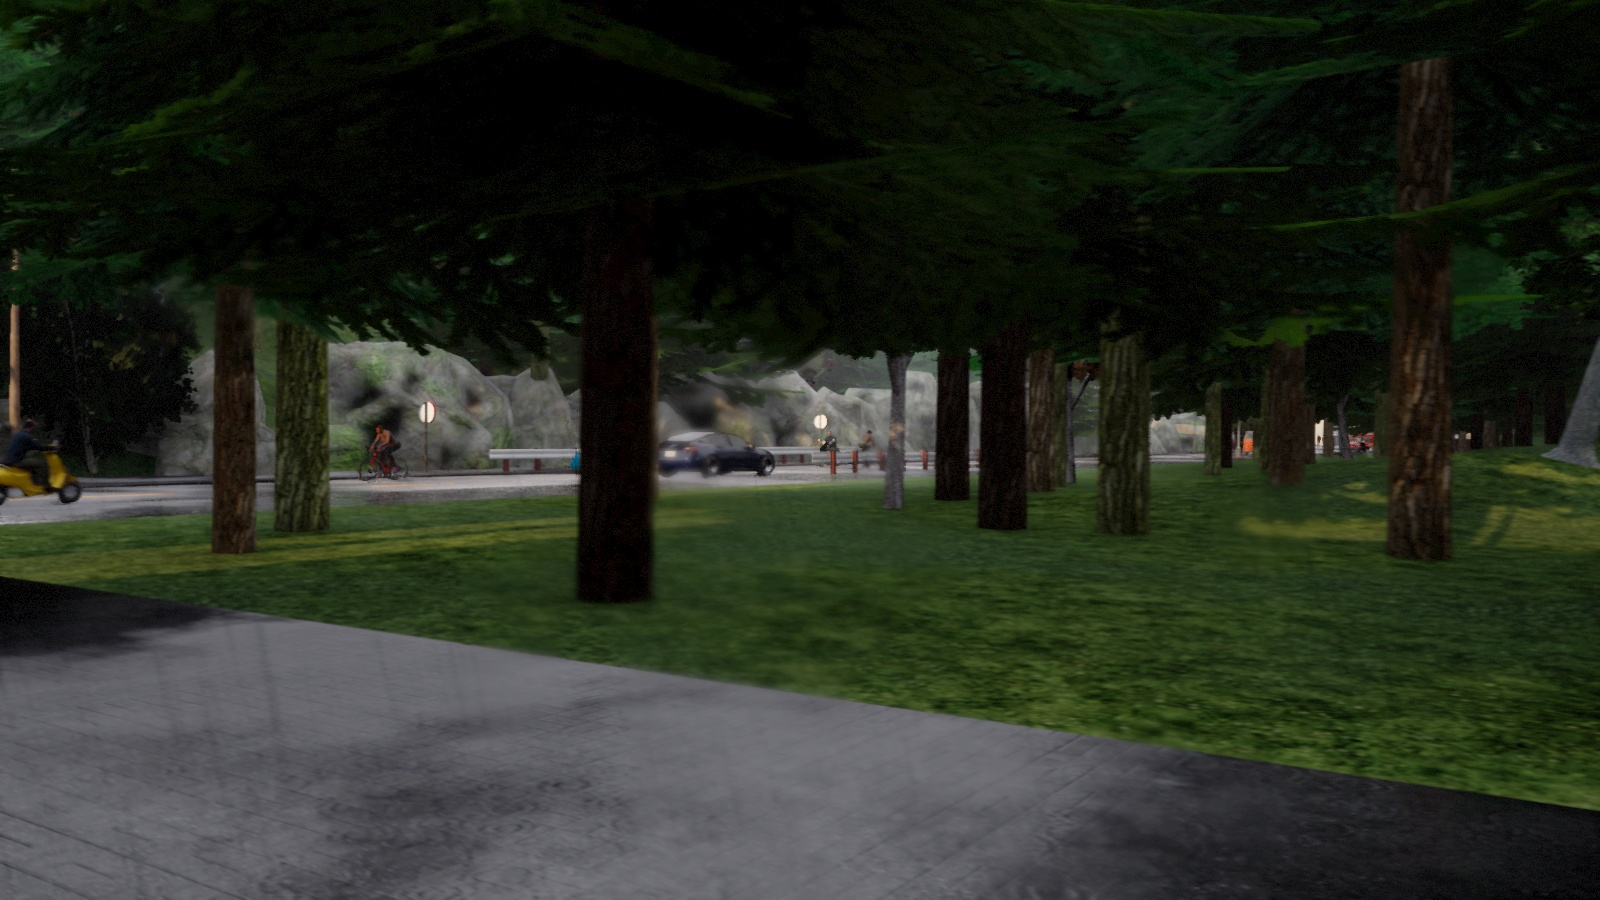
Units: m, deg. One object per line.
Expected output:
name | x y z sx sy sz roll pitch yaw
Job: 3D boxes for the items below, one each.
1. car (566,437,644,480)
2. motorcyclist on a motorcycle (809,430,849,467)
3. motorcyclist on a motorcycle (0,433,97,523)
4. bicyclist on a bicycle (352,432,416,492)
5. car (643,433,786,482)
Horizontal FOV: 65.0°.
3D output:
car | -6.555 0.268 42.337 1.481 1.376 2.207 0 1 33
motorcyclist on a motorcycle | 1.249 -0.067 54.232 0.866 1.590 1.817 0 1 33
motorcyclist on a motorcycle | -14.192 0.496 23.286 0.866 1.590 1.817 0 1 32
bicyclist on a bicycle | -11.516 0.314 34.773 0.582 1.620 1.656 0 1 33
car | -2.699 0.197 40.922 2.163 1.488 4.792 0 1 33
